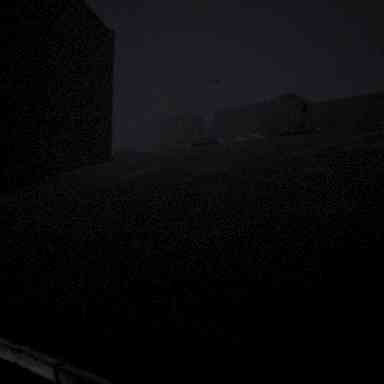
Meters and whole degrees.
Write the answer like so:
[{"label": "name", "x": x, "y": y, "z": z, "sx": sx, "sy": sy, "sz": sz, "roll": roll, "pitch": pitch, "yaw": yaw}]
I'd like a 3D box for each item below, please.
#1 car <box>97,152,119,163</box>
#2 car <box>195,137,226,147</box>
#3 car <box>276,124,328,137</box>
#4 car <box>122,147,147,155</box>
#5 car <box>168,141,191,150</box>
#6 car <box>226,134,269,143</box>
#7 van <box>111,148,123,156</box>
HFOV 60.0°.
[{"label": "car", "x": -14.722, "y": -6.026, "z": 58.270, "sx": 2.002, "sy": 1.452, "sz": 4.674, "roll": 1, "pitch": 1, "yaw": -38}, {"label": "car", "x": 2.411, "y": -5.275, "z": 36.672, "sx": 2.185, "sy": 1.767, "sz": 4.553, "roll": 1, "pitch": 2, "yaw": -38}, {"label": "car", "x": 9.348, "y": -4.878, "z": 27.926, "sx": 2.185, "sy": 1.767, "sz": 4.553, "roll": 1, "pitch": 2, "yaw": -38}, {"label": "car", "x": -7.864, "y": -5.712, "z": 49.623, "sx": 2.231, "sy": 1.521, "sz": 4.892, "roll": 1, "pitch": 2, "yaw": -38}, {"label": "car", "x": -1.017, "y": -5.467, "z": 40.995, "sx": 2.185, "sy": 1.767, "sz": 4.553, "roll": 1, "pitch": 2, "yaw": -38}, {"label": "car", "x": 5.932, "y": -4.907, "z": 32.231, "sx": 2.002, "sy": 1.452, "sz": 4.674, "roll": 1, "pitch": 2, "yaw": -38}, {"label": "van", "x": -11.210, "y": -6.114, "z": 53.846, "sx": 1.878, "sy": 1.987, "sz": 4.442, "roll": 1, "pitch": 1, "yaw": -38}]
